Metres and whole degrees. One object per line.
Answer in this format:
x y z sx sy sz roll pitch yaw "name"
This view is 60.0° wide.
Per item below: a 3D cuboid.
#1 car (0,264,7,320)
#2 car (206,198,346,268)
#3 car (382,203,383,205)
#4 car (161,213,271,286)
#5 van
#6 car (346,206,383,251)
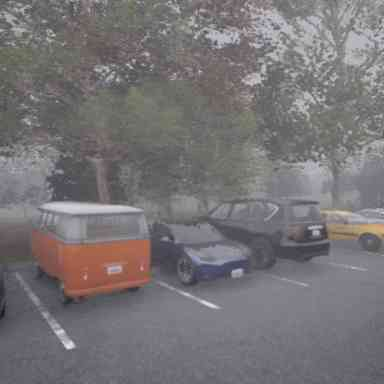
-4.960 1.511 6.558 2.163 1.488 4.792 0 0 -35 "car"
1.911 1.234 11.451 2.435 2.045 5.566 0 0 -35 "car"
10.969 1.531 17.831 2.163 1.488 4.792 0 0 -35 "car"
-0.312 1.511 9.798 2.163 1.488 4.792 0 0 -35 "car"
-2.754 1.254 8.237 1.878 1.987 4.442 0 0 -35 "van"
6.547 1.490 14.489 1.946 1.575 5.366 0 0 -35 "car"
